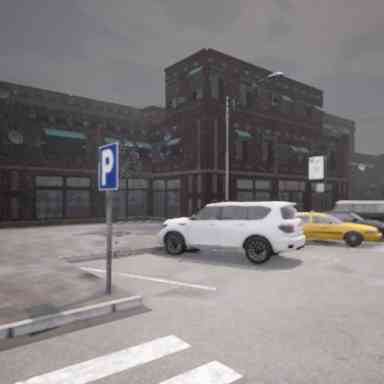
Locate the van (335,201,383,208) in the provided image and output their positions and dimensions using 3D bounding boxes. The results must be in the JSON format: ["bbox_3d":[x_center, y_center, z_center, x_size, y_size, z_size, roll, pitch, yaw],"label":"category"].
[{"bbox_3d":[10.626,1.529,20.209,4.442,1.987,1.878,-1,-1,31],"label":"van"}]

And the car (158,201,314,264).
[{"bbox_3d":[1.361,1.385,12.595,5.566,2.045,2.435,-1,-1,31],"label":"car"}]

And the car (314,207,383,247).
[{"bbox_3d":[6.218,1.688,16.275,5.366,1.575,1.946,-1,-2,31],"label":"car"}]
